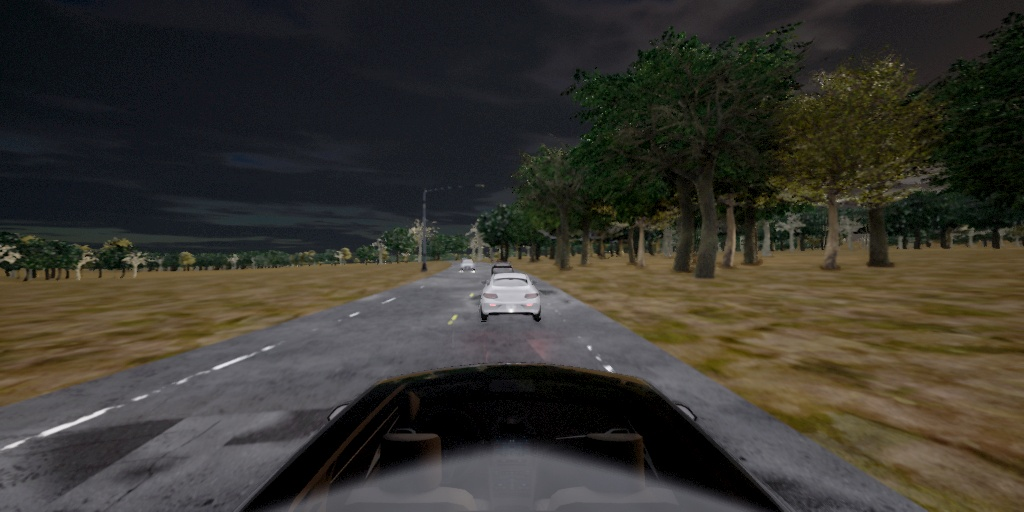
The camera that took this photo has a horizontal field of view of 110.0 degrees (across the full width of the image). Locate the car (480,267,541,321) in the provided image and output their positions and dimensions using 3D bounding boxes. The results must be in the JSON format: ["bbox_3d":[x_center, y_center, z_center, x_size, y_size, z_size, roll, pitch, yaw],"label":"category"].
[{"bbox_3d":[-0.080,1.276,12.353,1.812,1.442,4.674,0,0,-1],"label":"car"}]

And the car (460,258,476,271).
[{"bbox_3d":[-5.853,1.219,47.480,1.812,1.442,4.674,0,0,-5],"label":"car"}]

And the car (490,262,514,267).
[{"bbox_3d":[-0.872,1.220,31.111,2.128,1.511,4.902,0,0,-4],"label":"car"}]
